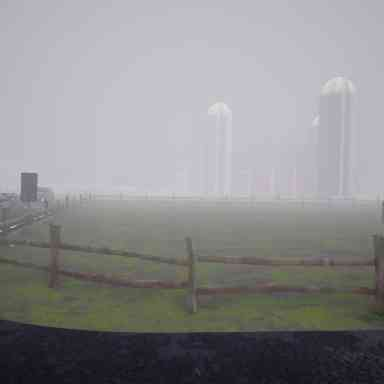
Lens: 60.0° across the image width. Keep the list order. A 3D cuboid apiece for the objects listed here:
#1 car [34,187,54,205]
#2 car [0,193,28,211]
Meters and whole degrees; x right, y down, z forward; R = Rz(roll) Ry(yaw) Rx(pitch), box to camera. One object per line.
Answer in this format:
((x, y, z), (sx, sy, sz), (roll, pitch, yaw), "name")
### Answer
((-18.030, 0.395, 39.599), (2.150, 2.045, 5.566), (2, 1, -9), "car")
((-16.195, 0.826, 29.146), (2.128, 1.511, 4.902), (2, 1, -10), "car")
